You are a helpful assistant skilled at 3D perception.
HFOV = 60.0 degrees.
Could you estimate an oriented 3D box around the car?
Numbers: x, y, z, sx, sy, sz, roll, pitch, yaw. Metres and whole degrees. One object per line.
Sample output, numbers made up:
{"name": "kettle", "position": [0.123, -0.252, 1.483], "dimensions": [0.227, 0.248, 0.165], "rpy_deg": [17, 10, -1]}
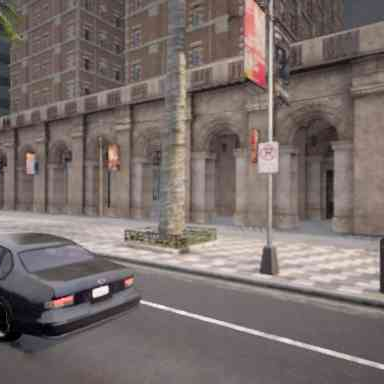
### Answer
{"name": "car", "position": [-3.398, 1.520, 6.432], "dimensions": [5.357, 1.411, 2.033], "rpy_deg": [0, 0, 36]}
